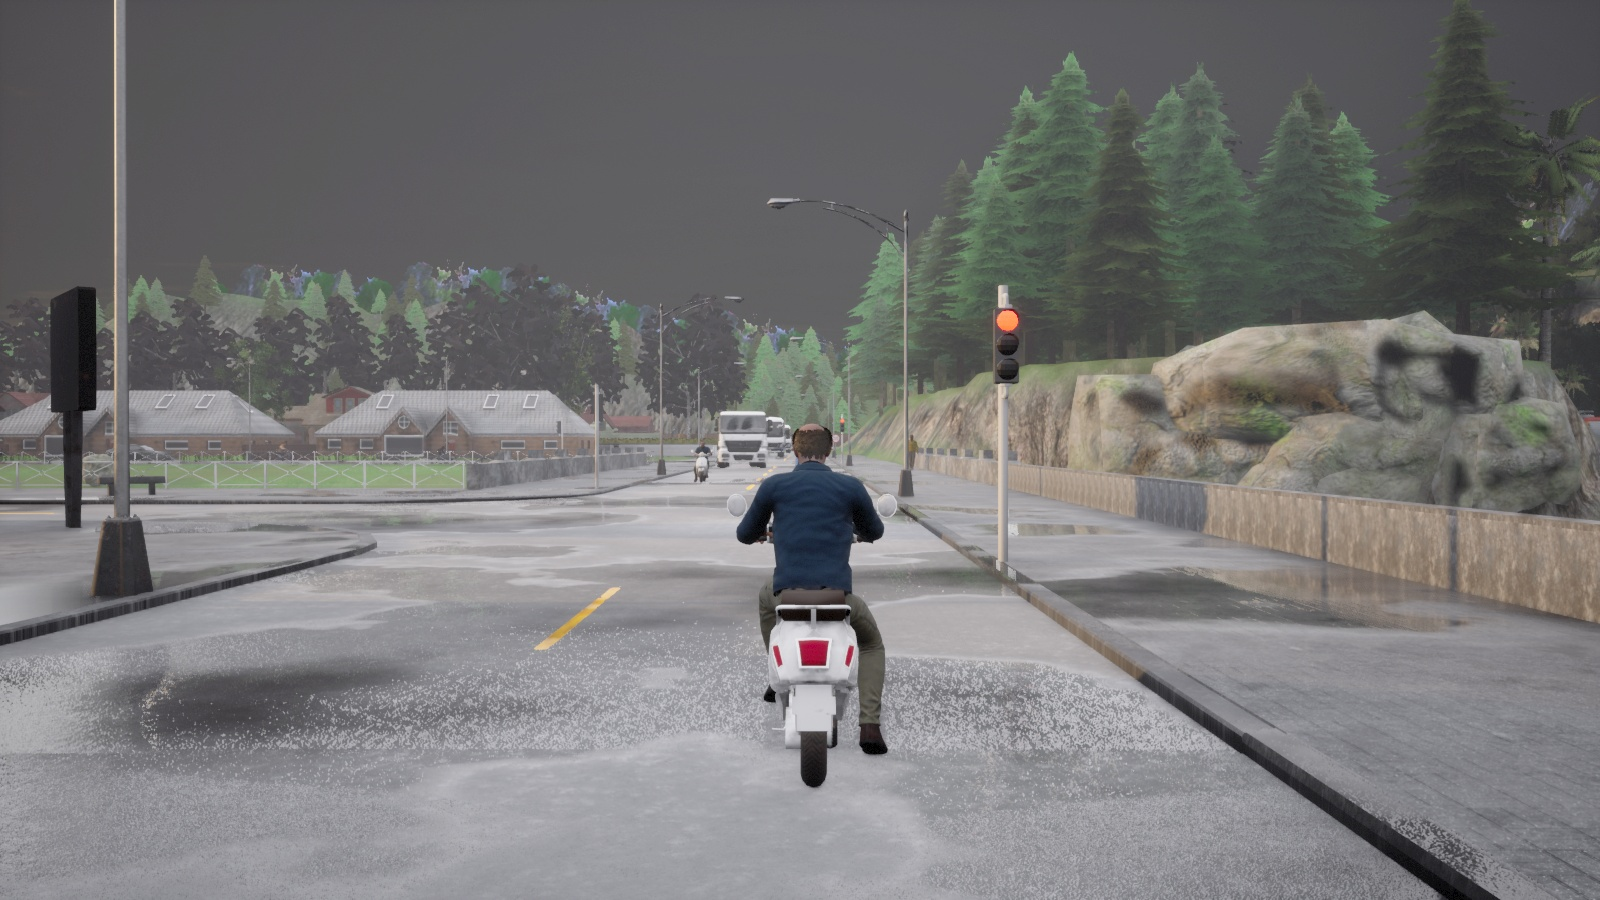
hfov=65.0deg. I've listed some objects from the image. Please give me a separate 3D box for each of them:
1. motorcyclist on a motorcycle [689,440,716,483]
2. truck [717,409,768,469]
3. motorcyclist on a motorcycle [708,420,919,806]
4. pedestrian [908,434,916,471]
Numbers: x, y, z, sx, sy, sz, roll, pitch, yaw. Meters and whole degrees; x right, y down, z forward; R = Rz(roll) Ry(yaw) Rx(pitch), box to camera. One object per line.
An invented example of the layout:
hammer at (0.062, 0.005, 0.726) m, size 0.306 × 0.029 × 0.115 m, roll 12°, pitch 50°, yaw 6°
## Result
motorcyclist on a motorcycle at (-3.717, 0.426, 48.000) m, size 0.866 × 1.590 × 1.817 m, roll 0°, pitch 0°, yaw 0°
truck at (-3.562, -0.669, 75.991) m, size 2.891 × 3.462 × 7.936 m, roll 0°, pitch 0°, yaw -4°
motorcyclist on a motorcycle at (0.059, 0.666, 6.070) m, size 0.866 × 1.590 × 1.817 m, roll 0°, pitch 0°, yaw 0°
pedestrian at (5.570, 0.108, 62.434) m, size 0.370 × 1.835 × 0.726 m, roll 0°, pitch 0°, yaw 4°
